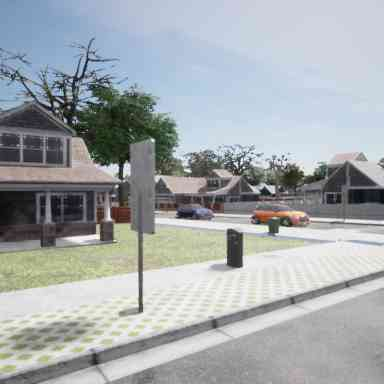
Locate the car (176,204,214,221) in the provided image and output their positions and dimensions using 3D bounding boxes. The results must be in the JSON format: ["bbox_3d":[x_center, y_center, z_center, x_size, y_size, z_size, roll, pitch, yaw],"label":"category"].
[{"bbox_3d":[0.257,2.043,34.712,2.097,1.767,4.553,0,-1,-35],"label":"car"}]

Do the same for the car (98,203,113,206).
[{"bbox_3d":[-15.760,2.722,59.850,2.097,1.767,4.553,0,-1,-41],"label":"car"}]

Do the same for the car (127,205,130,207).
[{"bbox_3d":[-7.877,2.521,45.487,1.837,1.490,4.892,0,-1,-36],"label":"car"}]

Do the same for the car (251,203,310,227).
[{"bbox_3d":[6.794,1.756,25.736,2.097,1.767,4.553,0,-1,-36],"label":"car"}]
